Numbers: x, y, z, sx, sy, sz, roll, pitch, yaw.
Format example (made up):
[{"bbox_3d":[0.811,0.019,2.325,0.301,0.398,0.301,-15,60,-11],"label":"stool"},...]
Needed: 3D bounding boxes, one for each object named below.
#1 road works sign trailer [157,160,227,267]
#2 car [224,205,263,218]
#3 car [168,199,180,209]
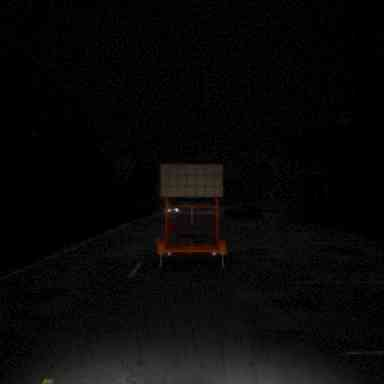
[{"bbox_3d":[-0.003,0.649,12.133,2.380,3.560,2.880,0,-1,0],"label":"road works sign trailer"},{"bbox_3d":[5.549,2.100,36.240,4.181,1.381,1.994,0,-1,-1],"label":"car"},{"bbox_3d":[-3.523,2.347,65.462,2.097,1.767,4.553,0,-1,0],"label":"car"}]
